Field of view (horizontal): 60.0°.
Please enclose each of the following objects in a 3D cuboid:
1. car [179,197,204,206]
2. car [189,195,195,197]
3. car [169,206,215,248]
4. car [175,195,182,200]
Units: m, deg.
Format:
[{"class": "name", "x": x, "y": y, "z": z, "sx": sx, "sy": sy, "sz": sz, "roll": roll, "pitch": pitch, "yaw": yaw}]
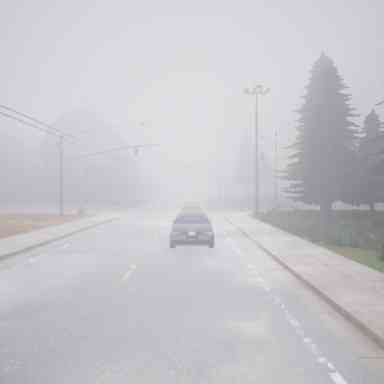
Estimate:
[{"class": "car", "x": 0.000, "y": 1.484, "z": 29.650, "sx": 1.882, "sy": 1.535, "sz": 5.008, "roll": 0, "pitch": 0, "yaw": 0}, {"class": "car", "x": 0.000, "y": 1.410, "z": 82.132, "sx": 2.033, "sy": 1.411, "sz": 5.357, "roll": 0, "pitch": 0, "yaw": 0}, {"class": "car", "x": 0.000, "y": 1.562, "z": 14.650, "sx": 2.033, "sy": 1.411, "sz": 5.357, "roll": 0, "pitch": 0, "yaw": 0}, {"class": "car", "x": -3.500, "y": 1.466, "z": 88.917, "sx": 1.812, "sy": 1.442, "sz": 4.674, "roll": 0, "pitch": 0, "yaw": 0}]
